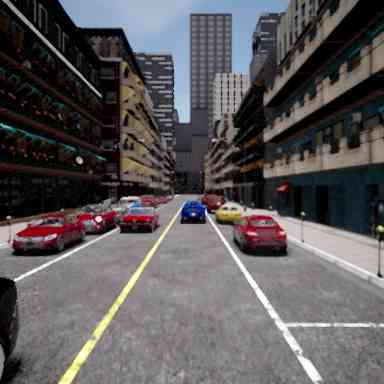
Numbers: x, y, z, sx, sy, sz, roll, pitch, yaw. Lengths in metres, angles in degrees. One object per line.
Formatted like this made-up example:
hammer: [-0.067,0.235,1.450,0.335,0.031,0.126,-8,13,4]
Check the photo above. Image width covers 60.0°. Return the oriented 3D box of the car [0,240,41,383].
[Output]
car: [-3.087,1.479,2.111,1.882,1.535,5.008,0,0,0]

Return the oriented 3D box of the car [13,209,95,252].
car: [-5.666,1.588,13.722,1.802,1.307,4.206,-1,0,0]

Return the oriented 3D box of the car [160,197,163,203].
car: [-5.706,1.573,47.334,2.008,1.369,4.403,-1,0,0]

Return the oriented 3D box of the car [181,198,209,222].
car: [0.096,1.489,26.855,1.882,1.535,5.008,0,0,0]

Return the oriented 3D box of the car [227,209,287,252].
car: [2.681,1.588,13.693,1.802,1.307,4.206,-1,0,0]

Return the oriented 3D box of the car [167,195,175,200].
car: [-5.697,1.597,92.151,2.008,1.369,4.403,-1,0,0]

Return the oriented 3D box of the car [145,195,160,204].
car: [-5.692,1.334,41.732,2.192,1.841,5.009,-1,0,0]

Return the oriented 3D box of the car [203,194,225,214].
car: [2.678,1.331,36.101,2.192,1.841,5.009,-1,0,0]

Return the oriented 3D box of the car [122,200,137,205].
car: [-5.666,1.562,24.926,2.008,1.369,4.403,-1,0,0]

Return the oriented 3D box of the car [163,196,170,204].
car: [-5.697,1.613,64.140,1.802,1.307,4.206,-1,0,0]

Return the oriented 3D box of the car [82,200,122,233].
car: [-5.668,1.449,19.324,1.967,1.590,4.097,-1,0,0]

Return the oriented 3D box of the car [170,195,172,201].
car: [-5.697,1.616,69.742,1.802,1.307,4.206,-1,0,0]

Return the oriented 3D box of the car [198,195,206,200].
car: [2.683,1.612,92.122,1.947,1.339,4.313,-1,0,0]

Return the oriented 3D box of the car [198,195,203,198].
car: [0.101,1.511,45.860,2.128,1.511,4.902,0,0,0]

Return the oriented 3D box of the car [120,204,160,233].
car: [-3.076,1.610,20.101,1.895,1.301,4.718,0,0,0]

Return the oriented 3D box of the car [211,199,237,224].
car: [2.681,1.536,25.067,1.752,1.417,4.829,-1,0,0]

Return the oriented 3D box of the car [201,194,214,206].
car: [2.679,1.343,58.510,2.192,1.841,5.009,-1,0,0]

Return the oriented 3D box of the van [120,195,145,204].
van: [-5.669,1.355,30.528,1.690,1.788,3.998,-1,0,0]

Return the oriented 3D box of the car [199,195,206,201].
car: [2.683,1.569,86.689,1.752,1.417,4.829,-1,0,0]

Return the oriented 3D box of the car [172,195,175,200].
car: [-5.697,1.591,80.947,2.008,1.369,4.403,-1,0,0]
